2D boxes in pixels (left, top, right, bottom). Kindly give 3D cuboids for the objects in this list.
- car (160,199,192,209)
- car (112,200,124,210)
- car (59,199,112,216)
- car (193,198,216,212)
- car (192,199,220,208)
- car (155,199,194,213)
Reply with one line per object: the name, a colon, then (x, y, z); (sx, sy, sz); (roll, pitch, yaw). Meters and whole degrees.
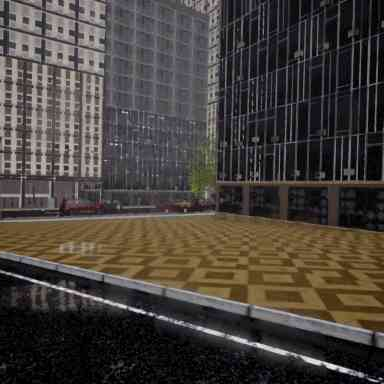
car: (-2.424, 1.785, 52.305); (4.829, 1.417, 1.752); (1, 1, -34)
car: (-11.639, 1.721, 45.996); (4.403, 1.369, 2.008); (1, 1, -34)
car: (-11.861, 1.645, 36.288); (5.009, 1.841, 2.192); (1, 1, -34)
car: (2.170, 1.782, 45.896); (5.009, 1.841, 2.192); (1, 1, -34)
car: (2.393, 1.873, 55.605); (4.313, 1.339, 1.947); (1, 1, -34)
car: (-2.512, 1.966, 42.697); (4.507, 1.381, 1.887); (1, 1, -34)
